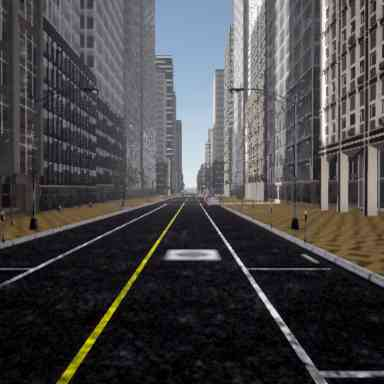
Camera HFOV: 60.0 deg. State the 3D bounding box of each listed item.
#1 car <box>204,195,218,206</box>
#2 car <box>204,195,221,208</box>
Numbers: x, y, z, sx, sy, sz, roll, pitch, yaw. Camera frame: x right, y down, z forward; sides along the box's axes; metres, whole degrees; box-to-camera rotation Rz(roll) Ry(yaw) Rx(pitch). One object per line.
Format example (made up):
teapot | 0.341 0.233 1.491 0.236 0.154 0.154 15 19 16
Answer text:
car | 3.113 1.321 54.931 2.097 1.767 4.553 0 0 0
car | 3.149 1.494 47.961 1.812 1.442 4.674 0 0 0
